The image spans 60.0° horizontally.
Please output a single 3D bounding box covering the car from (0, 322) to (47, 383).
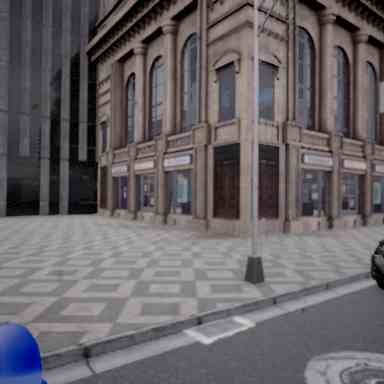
[{"bbox_3d":[-3.204,1.474,1.220,5.008,1.535,1.882,1,-1,-33],"label":"car"}]

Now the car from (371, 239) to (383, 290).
[{"bbox_3d":[6.779,1.406,8.438,5.566,2.045,2.150,2,-1,-37],"label":"car"}]
